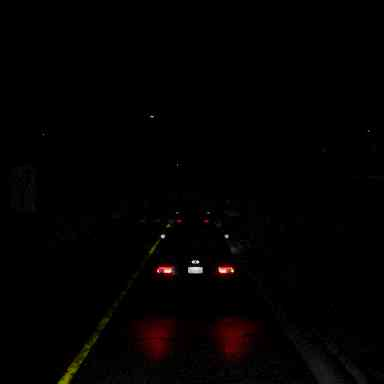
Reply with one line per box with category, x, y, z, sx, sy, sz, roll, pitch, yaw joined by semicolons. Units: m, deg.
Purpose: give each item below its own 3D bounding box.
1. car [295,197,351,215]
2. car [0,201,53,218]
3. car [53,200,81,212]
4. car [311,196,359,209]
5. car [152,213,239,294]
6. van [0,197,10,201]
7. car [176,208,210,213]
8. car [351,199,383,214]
car;11.602;1.418;30.277;4.313;1.339;1.947;-1;1;0
car;-15.366;1.727;30.259;4.206;1.307;1.802;-1;1;0
car;-15.552;1.584;38.783;4.829;1.417;1.752;-1;1;0
car;16.629;1.232;38.805;4.829;1.417;1.752;-1;1;0
car;0.075;1.542;8.893;2.033;1.411;5.357;0;0;0
van;-21.064;1.456;38.775;3.998;1.788;1.690;-1;1;0
car;0.050;1.549;18.127;1.994;1.385;4.181;0;0;0
car;16.981;1.341;30.281;4.403;1.369;2.008;-1;1;0
